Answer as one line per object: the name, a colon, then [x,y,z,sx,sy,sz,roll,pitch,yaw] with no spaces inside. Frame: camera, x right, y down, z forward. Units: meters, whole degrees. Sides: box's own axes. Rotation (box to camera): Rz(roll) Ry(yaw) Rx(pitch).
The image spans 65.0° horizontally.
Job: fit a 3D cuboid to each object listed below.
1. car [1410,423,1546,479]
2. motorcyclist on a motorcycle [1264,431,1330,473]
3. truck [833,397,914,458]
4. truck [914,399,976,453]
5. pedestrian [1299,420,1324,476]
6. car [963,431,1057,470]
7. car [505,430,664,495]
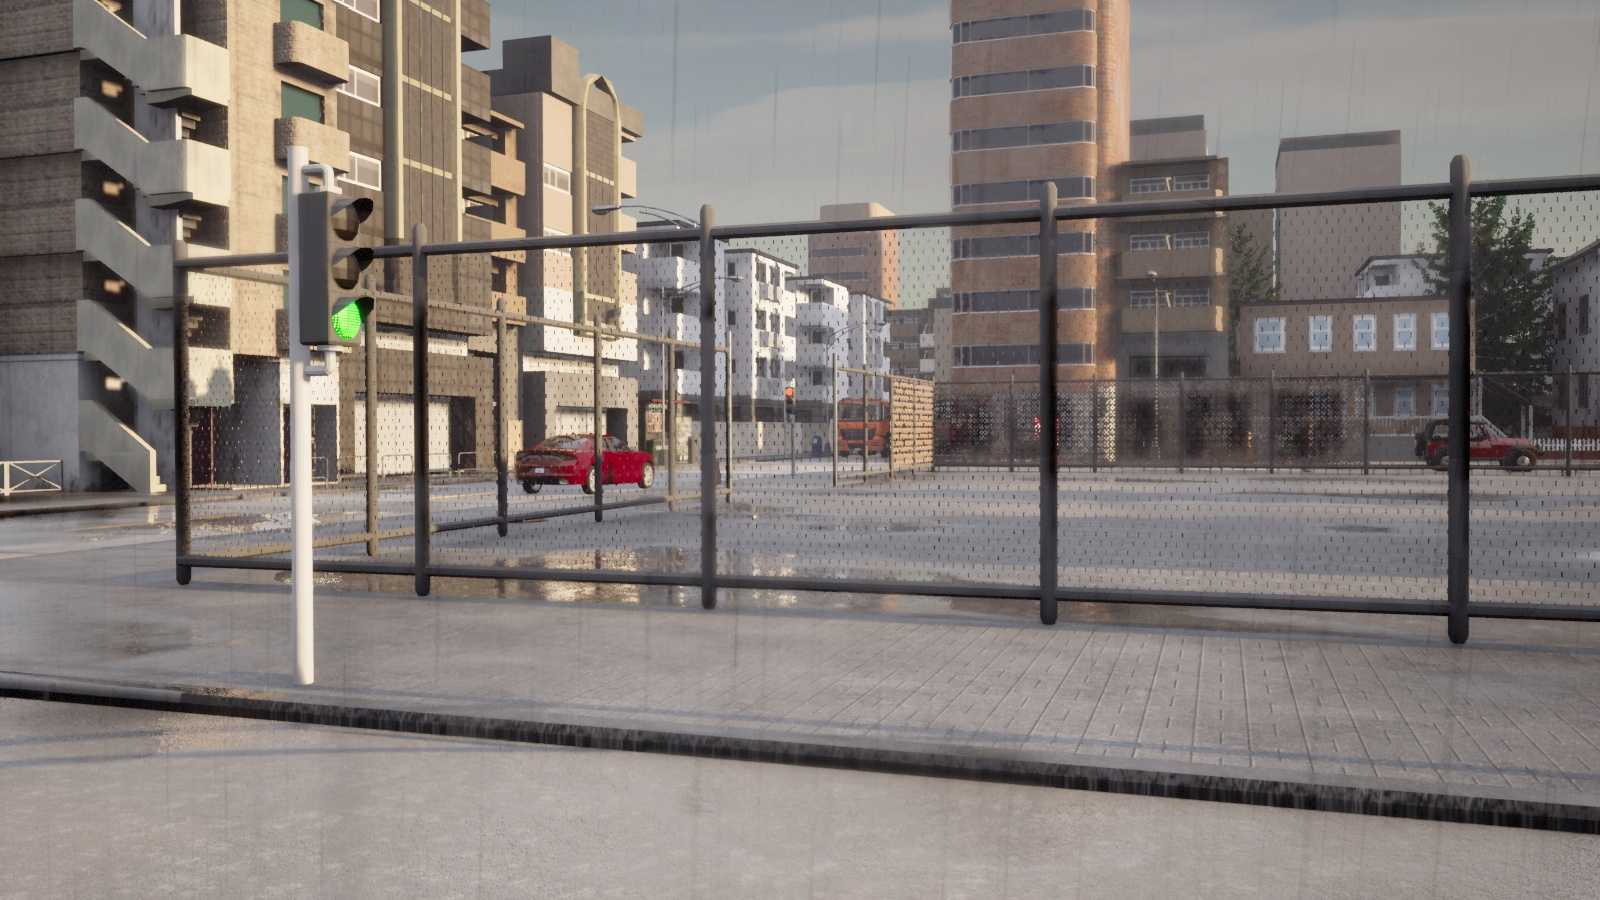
car: [23.479,0.012,43.646,3.866,1.878,1.905,1,1,19]
motorcyclist on a motorcycle: [19.446,0.062,49.206,2.350,1.649,0.766,0,1,19]
truck: [4.478,-1.336,74.755,2.891,3.462,7.936,1,1,18]
truck: [10.932,-1.800,93.883,2.891,3.827,8.468,1,1,18]
pedestrian: [16.919,-0.065,41.543,0.706,1.836,0.354,1,1,18]
car: [8.835,-0.005,52.680,3.705,1.549,1.789,1,1,16]
car: [-5.473,0.262,32.603,1.882,1.535,5.008,1,1,19]
